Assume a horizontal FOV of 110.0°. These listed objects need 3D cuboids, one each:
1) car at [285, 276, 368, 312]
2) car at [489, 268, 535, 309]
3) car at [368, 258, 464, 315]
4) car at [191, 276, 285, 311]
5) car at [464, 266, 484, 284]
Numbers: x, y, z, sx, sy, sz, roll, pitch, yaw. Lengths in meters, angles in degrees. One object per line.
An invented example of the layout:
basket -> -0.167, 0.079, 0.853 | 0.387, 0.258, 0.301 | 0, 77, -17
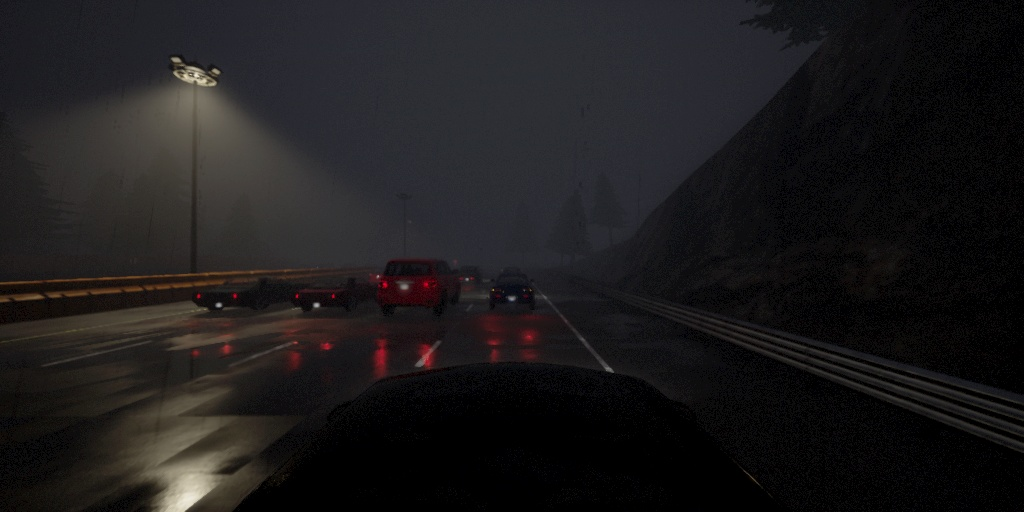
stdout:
car -> -6.984, 1.495, 15.066 | 1.895, 1.301, 4.718 | 0, -1, 1
car -> 0.025, 1.427, 15.714 | 1.812, 1.442, 4.674 | 0, 0, 1
car -> -3.493, 1.112, 14.380 | 2.150, 2.045, 5.566 | 0, 0, 0
car -> -10.484, 1.495, 15.068 | 1.895, 1.301, 4.718 | 0, -1, 1
car -> -3.509, 1.566, 30.317 | 1.837, 1.490, 4.892 | 0, 0, 0
